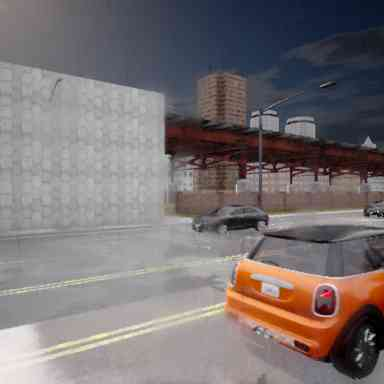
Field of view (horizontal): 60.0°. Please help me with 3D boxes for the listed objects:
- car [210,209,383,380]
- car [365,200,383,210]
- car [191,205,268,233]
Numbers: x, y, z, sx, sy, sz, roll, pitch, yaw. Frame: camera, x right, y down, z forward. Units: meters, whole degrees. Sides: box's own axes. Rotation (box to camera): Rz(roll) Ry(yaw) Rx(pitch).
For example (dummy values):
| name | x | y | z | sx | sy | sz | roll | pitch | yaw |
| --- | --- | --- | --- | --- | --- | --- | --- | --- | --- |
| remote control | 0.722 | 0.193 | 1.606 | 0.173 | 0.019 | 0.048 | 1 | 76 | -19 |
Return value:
| name | x | y | z | sx | sy | sz | roll | pitch | yaw |
| --- | --- | --- | --- | --- | --- | --- | --- | --- | --- |
| car | 2.787 | 1.351 | 5.747 | 4.553 | 1.767 | 2.097 | 0 | 0 | -36 |
| car | 16.780 | 1.504 | 28.932 | 4.892 | 1.490 | 1.837 | 0 | 0 | -36 |
| car | 2.217 | 1.505 | 18.501 | 4.892 | 1.490 | 1.837 | 0 | 0 | -36 |
